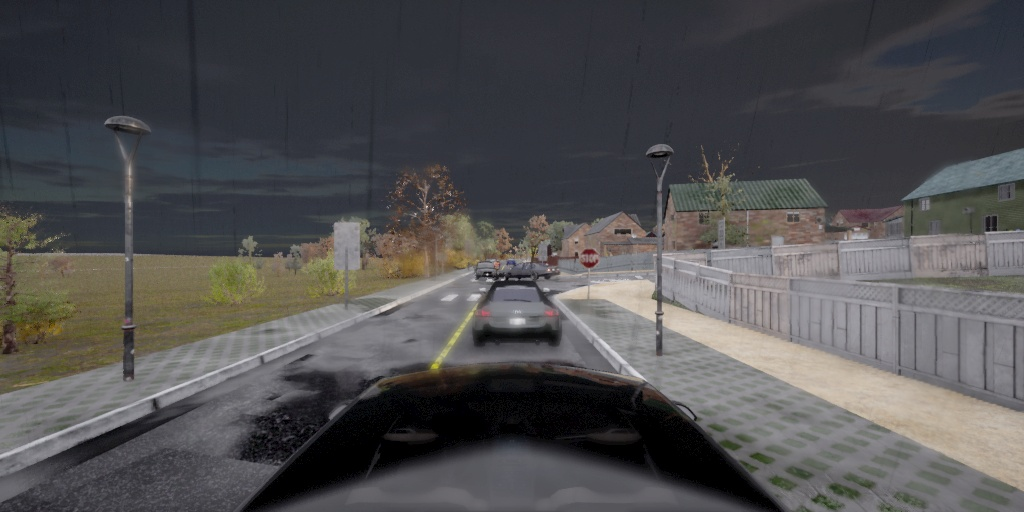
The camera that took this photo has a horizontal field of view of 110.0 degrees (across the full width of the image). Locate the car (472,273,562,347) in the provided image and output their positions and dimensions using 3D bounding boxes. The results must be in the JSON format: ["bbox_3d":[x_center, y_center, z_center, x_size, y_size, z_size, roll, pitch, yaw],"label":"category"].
[{"bbox_3d":[0.084,1.313,9.352,1.994,1.385,4.181,0,0,-1],"label":"car"}]

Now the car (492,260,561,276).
[{"bbox_3d":[1.271,1.198,28.369,5.357,1.411,2.033,-4,-3,43],"label":"car"}]

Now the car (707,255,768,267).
[{"bbox_3d":[14.336,0.413,22.778,4.181,1.385,1.994,-3,0,16],"label":"car"}]

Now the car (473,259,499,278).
[{"bbox_3d":[-2.324,1.257,31.272,1.837,1.490,4.892,0,0,-8],"label":"car"}]

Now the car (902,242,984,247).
[{"bbox_3d":[23.842,-0.208,20.380,4.902,1.511,2.128,-3,0,14],"label":"car"}]

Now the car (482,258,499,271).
[{"bbox_3d":[-2.969,1.120,51.088,2.097,1.767,4.553,0,0,0],"label":"car"}]

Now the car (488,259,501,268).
[{"bbox_3d":[-2.979,1.256,61.125,1.882,1.535,5.008,0,0,0],"label":"car"}]
